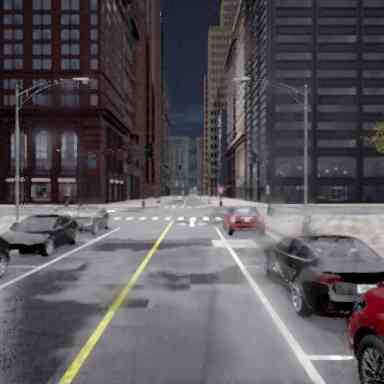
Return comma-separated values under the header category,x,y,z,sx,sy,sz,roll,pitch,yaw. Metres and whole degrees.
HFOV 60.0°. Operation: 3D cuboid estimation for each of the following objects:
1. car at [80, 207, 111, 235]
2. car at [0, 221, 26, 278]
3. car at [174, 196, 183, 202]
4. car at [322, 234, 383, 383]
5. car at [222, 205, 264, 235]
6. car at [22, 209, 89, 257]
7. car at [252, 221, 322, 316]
category,x,y,z,sx,sy,sz,roll,pitch,yaw
car,-5.765,1.548,18.581,2.008,1.369,4.403,0,0,0
car,-5.765,1.564,7.307,1.947,1.339,4.313,0,0,0
car,-3.042,1.552,75.326,1.812,1.442,4.674,0,0,0
car,2.758,1.315,1.673,2.192,1.841,5.009,0,0,0
car,2.760,1.437,18.582,1.967,1.590,4.097,0,0,0
car,-5.765,1.563,12.944,1.947,1.339,4.313,0,0,0
car,2.760,1.564,7.310,1.947,1.339,4.313,0,0,0
